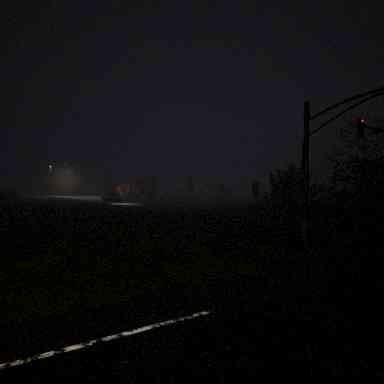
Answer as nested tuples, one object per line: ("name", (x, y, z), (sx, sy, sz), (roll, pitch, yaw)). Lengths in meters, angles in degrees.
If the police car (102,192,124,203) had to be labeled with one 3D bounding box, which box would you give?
("police car", (-11.806, 0.821, 49.790), (2.038, 1.542, 4.974), (1, 0, -32))
